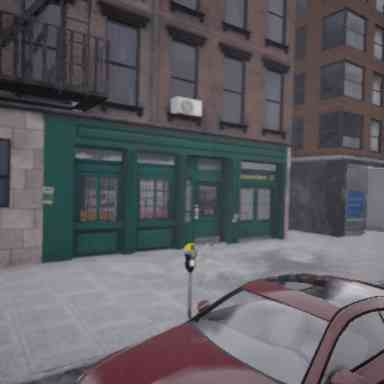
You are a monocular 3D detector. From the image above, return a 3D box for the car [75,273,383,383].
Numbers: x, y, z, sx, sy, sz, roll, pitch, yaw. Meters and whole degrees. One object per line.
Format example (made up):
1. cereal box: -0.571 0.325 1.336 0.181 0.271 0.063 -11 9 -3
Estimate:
1. car: 0.982 1.538 3.142 4.206 1.307 1.802 1 1 -34
